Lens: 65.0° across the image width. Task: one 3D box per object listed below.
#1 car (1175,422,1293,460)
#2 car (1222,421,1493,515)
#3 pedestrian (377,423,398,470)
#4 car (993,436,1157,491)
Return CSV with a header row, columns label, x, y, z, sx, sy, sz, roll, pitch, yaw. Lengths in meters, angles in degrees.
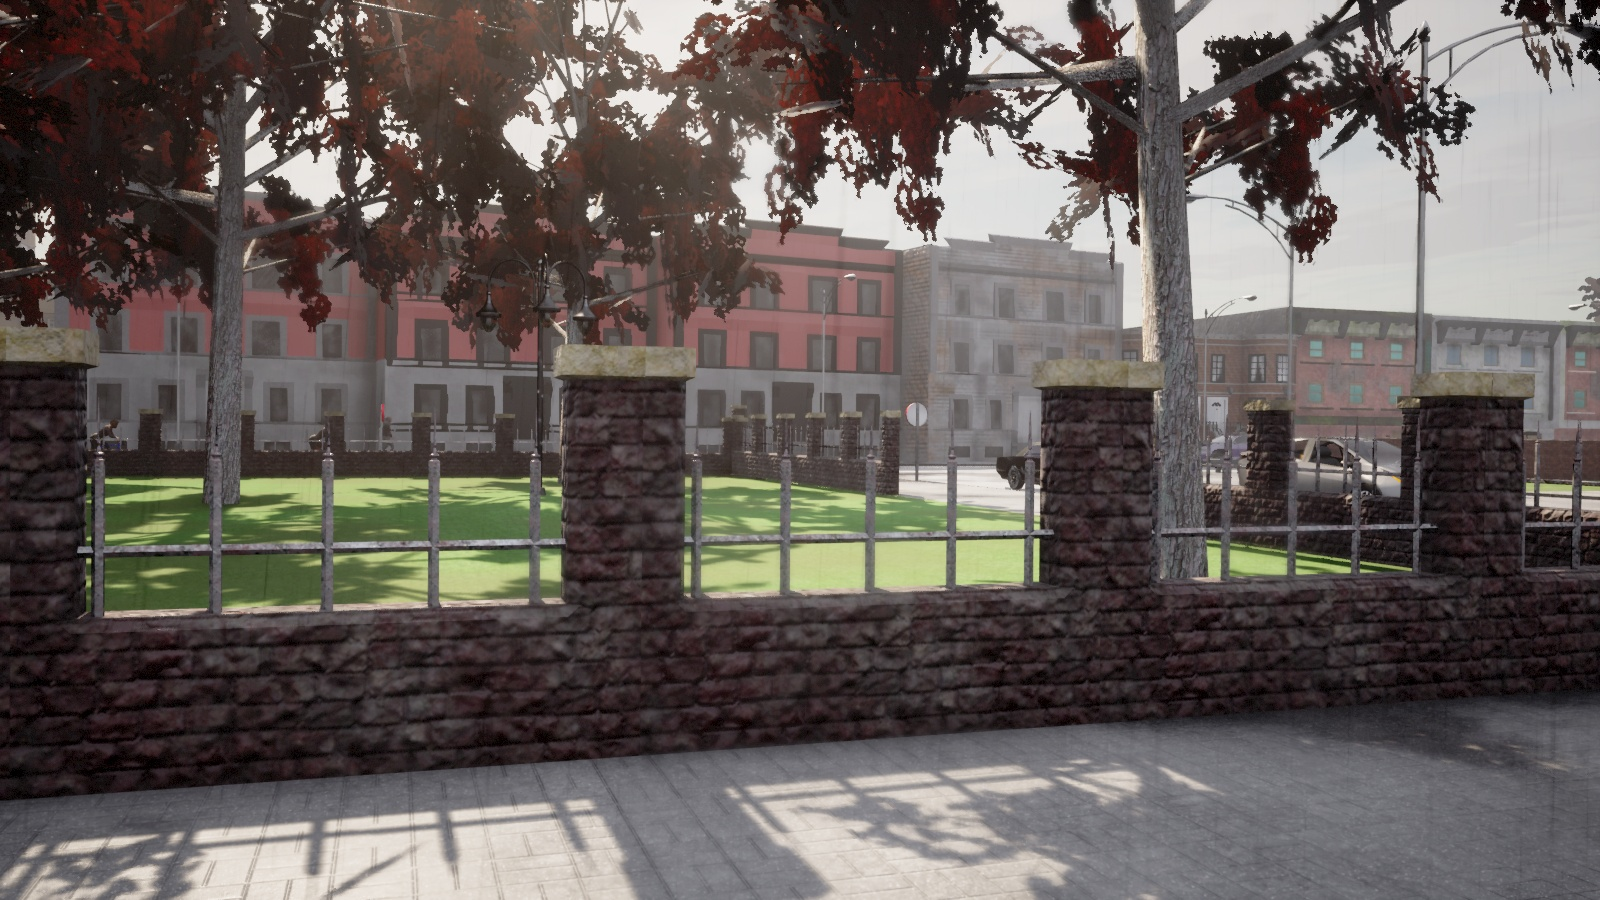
label,x,y,z,sx,sy,sz,roll,pitch,yaw
car,19.919,-0.426,57.667,4.856,1.649,2.033,-1,1,-18
car,10.067,0.259,23.109,2.007,1.525,4.514,-1,1,-20
pedestrian,-16.493,-0.131,50.221,0.720,1.854,0.376,-1,1,-12
car,6.994,0.293,32.525,1.895,1.301,4.718,-1,1,-20
